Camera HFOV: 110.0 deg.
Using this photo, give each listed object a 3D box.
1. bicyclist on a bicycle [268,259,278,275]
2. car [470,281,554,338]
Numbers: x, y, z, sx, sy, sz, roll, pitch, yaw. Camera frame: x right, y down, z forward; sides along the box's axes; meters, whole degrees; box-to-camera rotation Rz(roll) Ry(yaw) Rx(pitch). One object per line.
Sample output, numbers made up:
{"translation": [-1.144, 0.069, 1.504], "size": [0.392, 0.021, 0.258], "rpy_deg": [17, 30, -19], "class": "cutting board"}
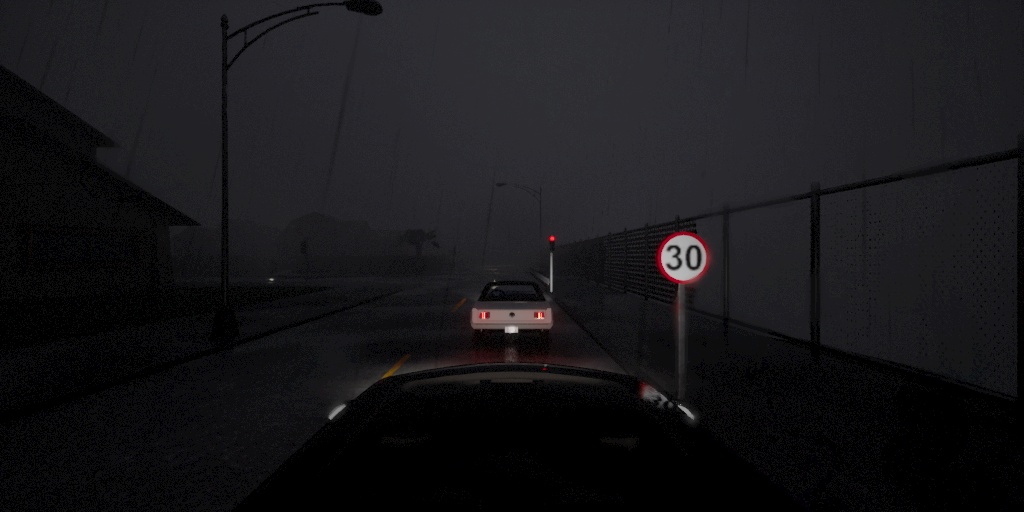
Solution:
{"translation": [-24.322, 1.089, 36.495], "size": [0.582, 1.620, 1.656], "rpy_deg": [0, 0, 0], "class": "bicyclist on a bicycle"}
{"translation": [-0.002, 1.348, 10.186], "size": [1.895, 1.301, 4.718], "rpy_deg": [0, 0, 0], "class": "car"}
